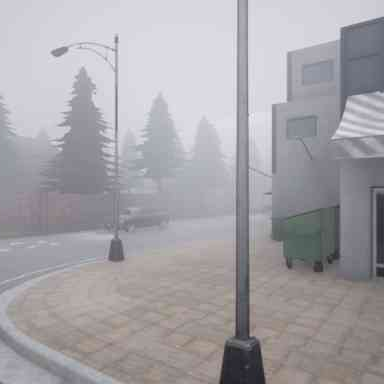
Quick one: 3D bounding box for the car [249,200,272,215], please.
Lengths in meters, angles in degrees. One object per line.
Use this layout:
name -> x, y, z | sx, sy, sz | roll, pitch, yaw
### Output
car -> 7.827, 1.677, 36.349 | 1.837, 1.490, 4.892 | 0, 0, 37

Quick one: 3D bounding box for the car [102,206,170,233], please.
car -> -3.413, 1.677, 21.180 | 1.837, 1.490, 4.892 | 0, 0, 37
